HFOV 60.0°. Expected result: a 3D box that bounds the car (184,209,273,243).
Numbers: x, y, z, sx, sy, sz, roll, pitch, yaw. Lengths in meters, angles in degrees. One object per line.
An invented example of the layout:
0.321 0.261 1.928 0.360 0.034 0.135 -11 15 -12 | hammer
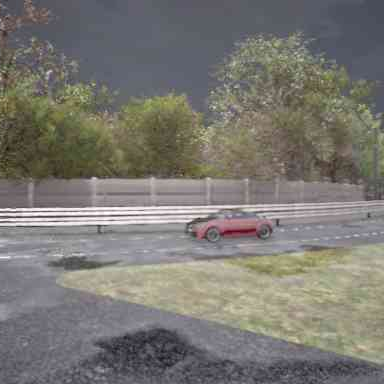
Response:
1.737 1.528 15.877 4.181 1.385 1.994 0 0 -22 | car
